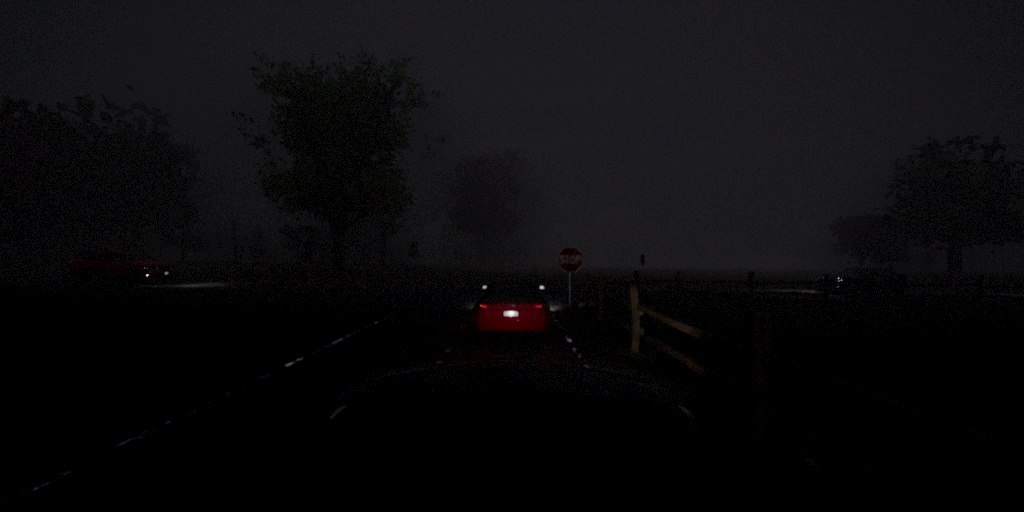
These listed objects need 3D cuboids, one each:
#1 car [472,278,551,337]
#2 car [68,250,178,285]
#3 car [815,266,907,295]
[{"bbox_3d":[0.030,1.338,10.446,1.994,1.385,4.181,0,0,1],"label":"car"},{"bbox_3d":[-24.383,0.678,22.563,5.566,2.045,2.150,1,0,2],"label":"car"},{"bbox_3d":[22.805,1.522,23.578,4.553,1.767,2.097,1,0,2],"label":"car"}]
